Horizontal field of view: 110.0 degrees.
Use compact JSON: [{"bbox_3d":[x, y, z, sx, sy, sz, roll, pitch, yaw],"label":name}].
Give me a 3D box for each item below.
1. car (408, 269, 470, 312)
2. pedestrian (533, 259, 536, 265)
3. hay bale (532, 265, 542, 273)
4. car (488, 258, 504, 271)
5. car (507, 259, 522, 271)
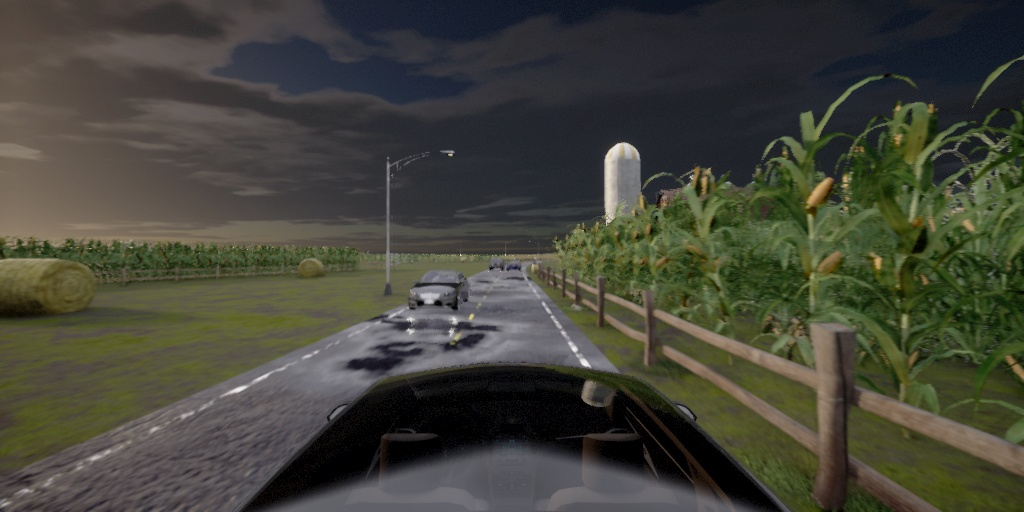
[{"bbox_3d":[-2.849,1.314,14.816,2.128,1.511,4.902,0,0,0],"label":"car"},{"bbox_3d":[2.977,1.285,47.666,0.375,1.860,0.375,0,0,-2],"label":"pedestrian"},{"bbox_3d":[3.253,1.651,46.384,1.220,1.180,1.240,0,0,1],"label":"hay bale"},{"bbox_3d":[-2.421,1.269,56.786,2.150,2.045,5.566,0,0,2],"label":"car"},{"bbox_3d":[0.313,1.389,54.599,2.097,1.767,4.553,0,0,2],"label":"car"}]
